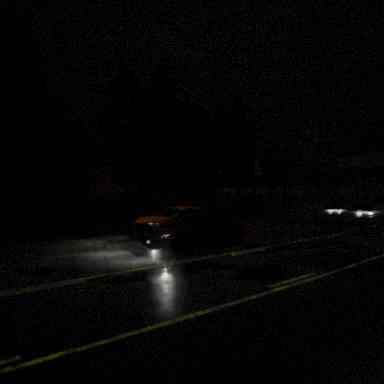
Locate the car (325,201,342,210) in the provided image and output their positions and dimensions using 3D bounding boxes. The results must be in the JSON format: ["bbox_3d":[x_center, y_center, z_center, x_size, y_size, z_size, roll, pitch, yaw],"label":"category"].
[{"bbox_3d":[22.168,2.133,52.247,1.994,1.385,4.181,0,-1,12],"label":"car"}]

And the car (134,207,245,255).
[{"bbox_3d":[0.200,1.508,13.388,4.674,1.442,1.812,0,0,-41],"label":"car"}]

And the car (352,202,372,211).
[{"bbox_3d":[25.006,2.098,48.924,1.895,1.301,4.718,0,-1,15],"label":"car"}]

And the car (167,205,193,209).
[{"bbox_3d":[-0.635,1.476,17.305,5.008,1.535,1.882,0,0,-43],"label":"car"}]
